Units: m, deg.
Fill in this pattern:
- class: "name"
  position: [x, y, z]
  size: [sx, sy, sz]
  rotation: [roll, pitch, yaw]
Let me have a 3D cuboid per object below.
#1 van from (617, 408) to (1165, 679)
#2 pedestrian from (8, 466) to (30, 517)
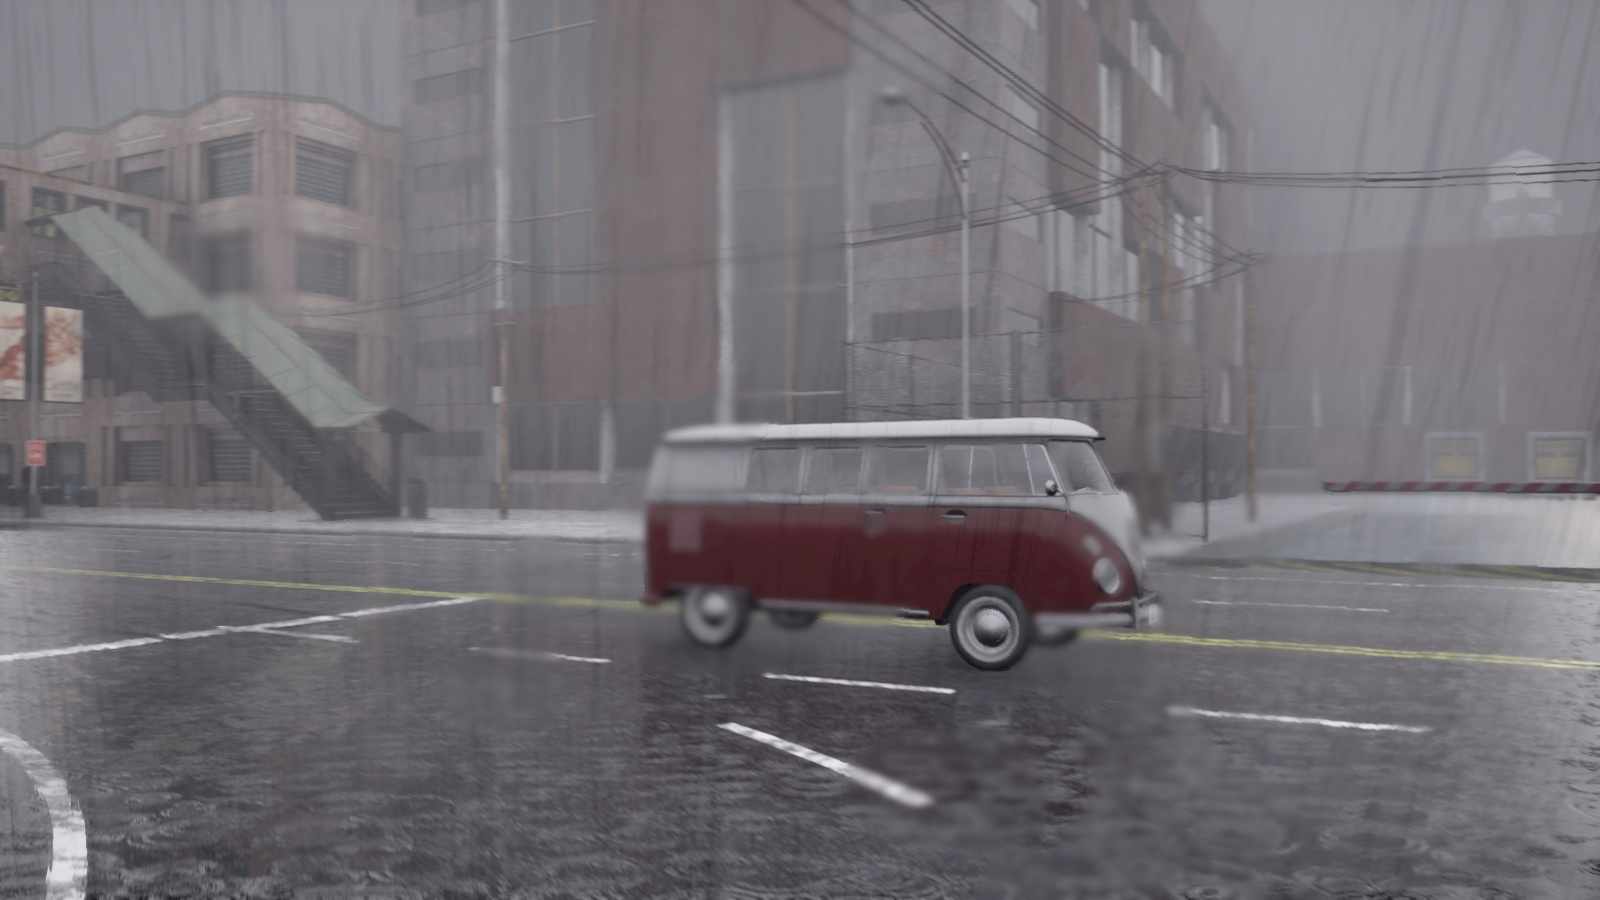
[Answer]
- class: "van"
  position: [0.740, 0.729, 11.037]
  size: [4.442, 1.987, 1.775]
  rotation: [-1, -1, 28]
- class: "pedestrian"
  position: [-28.098, 1.491, 45.175]
  size: [0.703, 1.840, 0.431]
  rotation: [-1, -1, 33]
